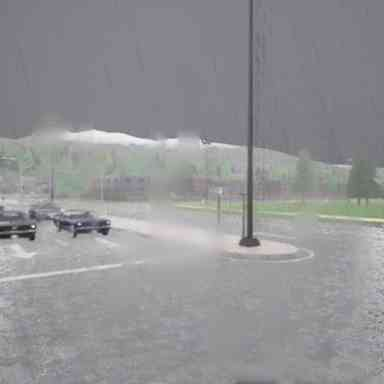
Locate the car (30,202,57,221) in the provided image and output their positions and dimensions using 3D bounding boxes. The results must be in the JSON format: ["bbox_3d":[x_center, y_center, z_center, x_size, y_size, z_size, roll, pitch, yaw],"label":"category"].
[{"bbox_3d":[-11.309,1.531,25.719,2.128,1.511,4.902,0,0,-35],"label":"car"}]

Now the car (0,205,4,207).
[{"bbox_3d":[-14.168,1.616,23.698,1.895,1.301,4.718,0,0,-35],"label":"car"}]

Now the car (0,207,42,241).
[{"bbox_3d":[-8.907,1.615,16.187,1.895,1.301,4.718,0,0,-35],"label":"car"}]

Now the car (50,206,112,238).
[{"bbox_3d":[-6.064,1.640,18.229,1.895,1.301,4.718,0,0,-35],"label":"car"}]
